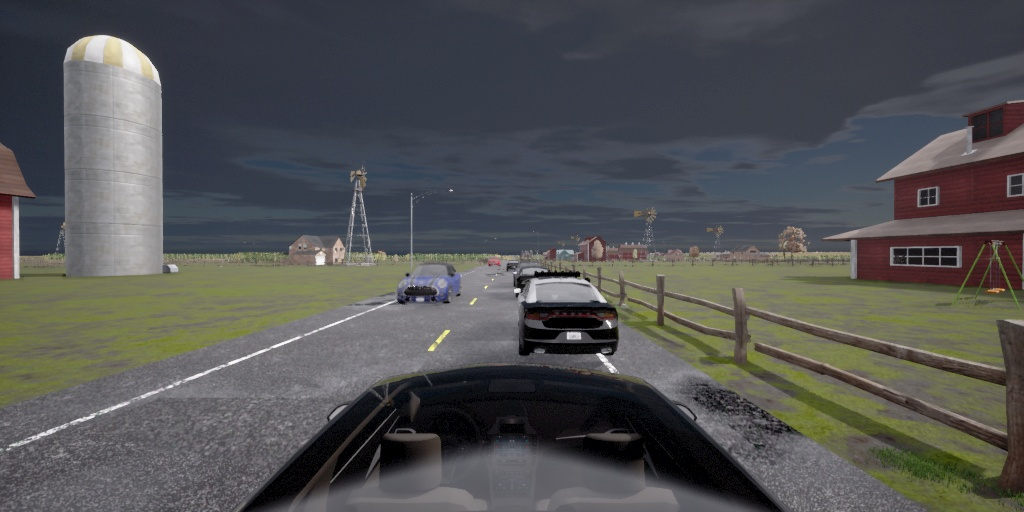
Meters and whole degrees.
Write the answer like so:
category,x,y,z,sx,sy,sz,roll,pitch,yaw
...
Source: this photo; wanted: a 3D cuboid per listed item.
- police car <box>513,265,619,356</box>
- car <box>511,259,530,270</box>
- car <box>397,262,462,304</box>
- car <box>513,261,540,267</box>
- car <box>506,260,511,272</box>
category,x,y,z,sx,sy,sz,roll,pitch,yaw
police car,1.079,1.175,8.771,1.930,1.638,5.238,0,0,0
car,1.137,1.109,24.633,2.097,1.767,4.553,0,0,0
car,-3.543,1.104,16.112,2.097,1.767,4.553,0,0,0
car,1.116,1.231,18.662,1.882,1.535,5.008,0,0,0
car,0.230,1.267,48.316,1.882,1.535,5.008,0,0,0
